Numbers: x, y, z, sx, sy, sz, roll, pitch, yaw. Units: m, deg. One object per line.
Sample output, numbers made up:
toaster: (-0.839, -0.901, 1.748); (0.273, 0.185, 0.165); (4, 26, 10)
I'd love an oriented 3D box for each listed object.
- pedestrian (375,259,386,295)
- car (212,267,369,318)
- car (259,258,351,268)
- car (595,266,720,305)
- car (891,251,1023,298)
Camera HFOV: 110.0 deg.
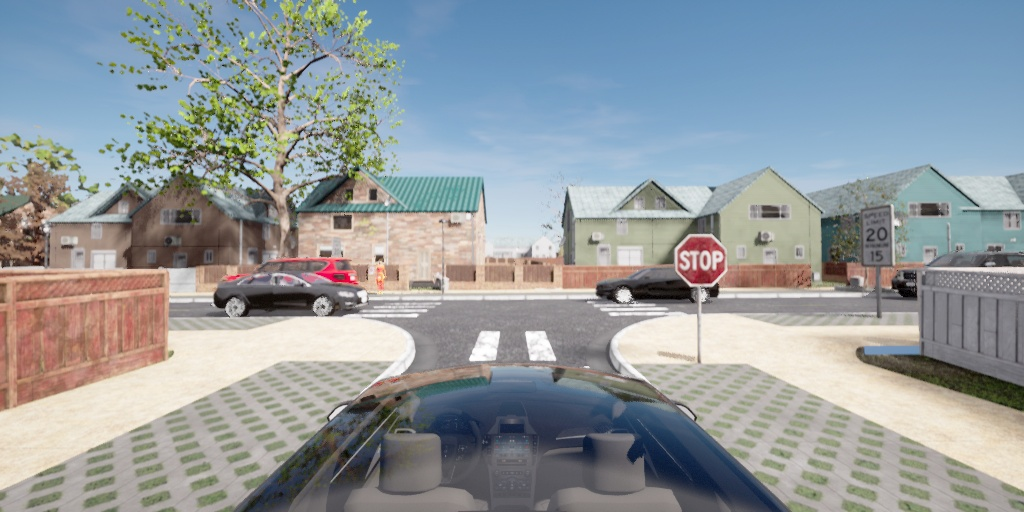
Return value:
pedestrian: (-6.756, 1.056, 18.411); (0.375, 1.860, 0.375); (0, -1, 1)
car: (-7.606, 1.287, 12.555); (4.902, 1.511, 2.128); (-1, -1, 1)
car: (-9.849, 1.114, 15.980); (5.566, 2.045, 2.150); (-1, -2, -3)
car: (6.117, 1.209, 15.358); (5.008, 1.535, 1.882); (0, -1, 0)
car: (19.683, 0.842, 15.222); (5.566, 2.045, 2.150); (0, -1, 1)
